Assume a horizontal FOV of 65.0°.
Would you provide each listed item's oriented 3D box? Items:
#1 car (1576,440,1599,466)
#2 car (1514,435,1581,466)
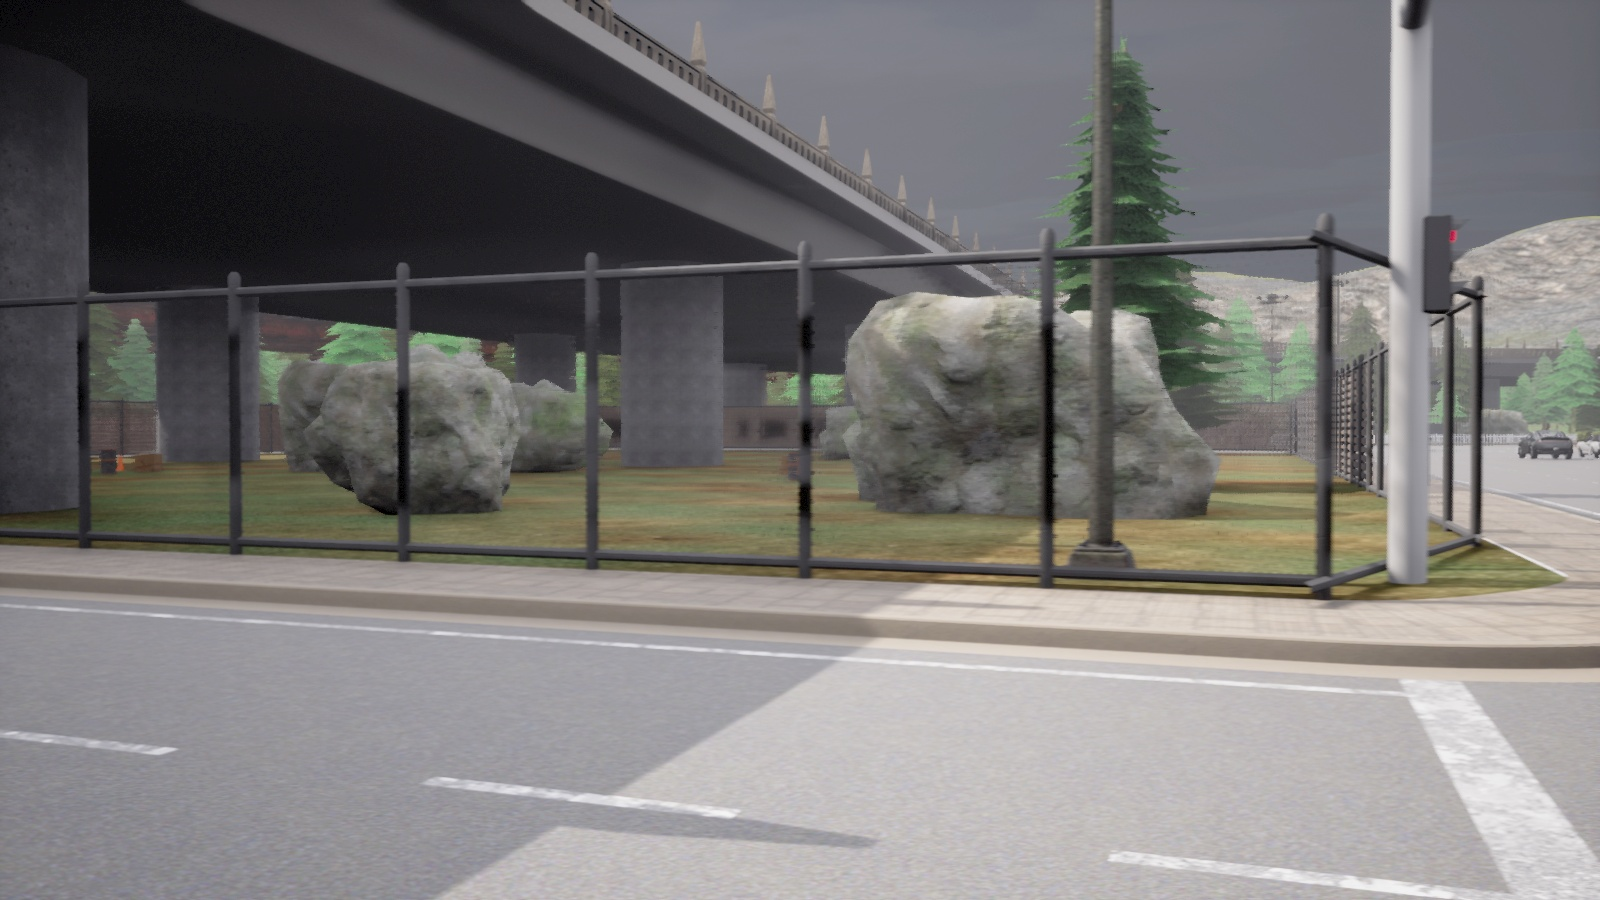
[{"bbox_3d":[43.546,0.150,67.792,1.895,1.301,4.718,1,1,20],"label":"car"},{"bbox_3d":[39.149,0.001,65.889,2.128,1.511,4.902,1,1,20],"label":"car"}]
